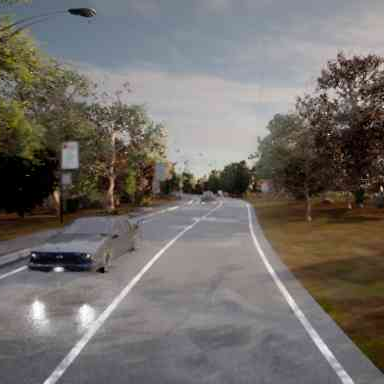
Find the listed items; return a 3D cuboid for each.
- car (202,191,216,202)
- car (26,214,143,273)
[{"bbox_3d":[2.633,0.663,52.442,2.097,1.767,4.553,0,1,4],"label":"car"},{"bbox_3d":[-2.996,1.456,10.691,2.033,1.411,5.357,0,1,5],"label":"car"}]
